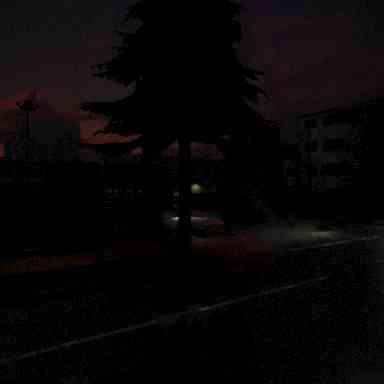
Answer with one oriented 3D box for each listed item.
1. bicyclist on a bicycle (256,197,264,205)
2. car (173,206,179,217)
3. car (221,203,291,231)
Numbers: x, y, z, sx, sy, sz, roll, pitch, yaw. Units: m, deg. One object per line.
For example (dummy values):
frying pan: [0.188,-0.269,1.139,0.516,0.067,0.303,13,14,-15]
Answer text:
bicyclist on a bicycle: [6.697,1.316,32.935,1.656,1.620,0.582,0,0,-35]
car: [-2.903,1.582,31.006,1.994,1.385,4.181,0,0,-35]
car: [3.957,1.495,21.251,1.882,1.535,5.008,0,0,-35]
